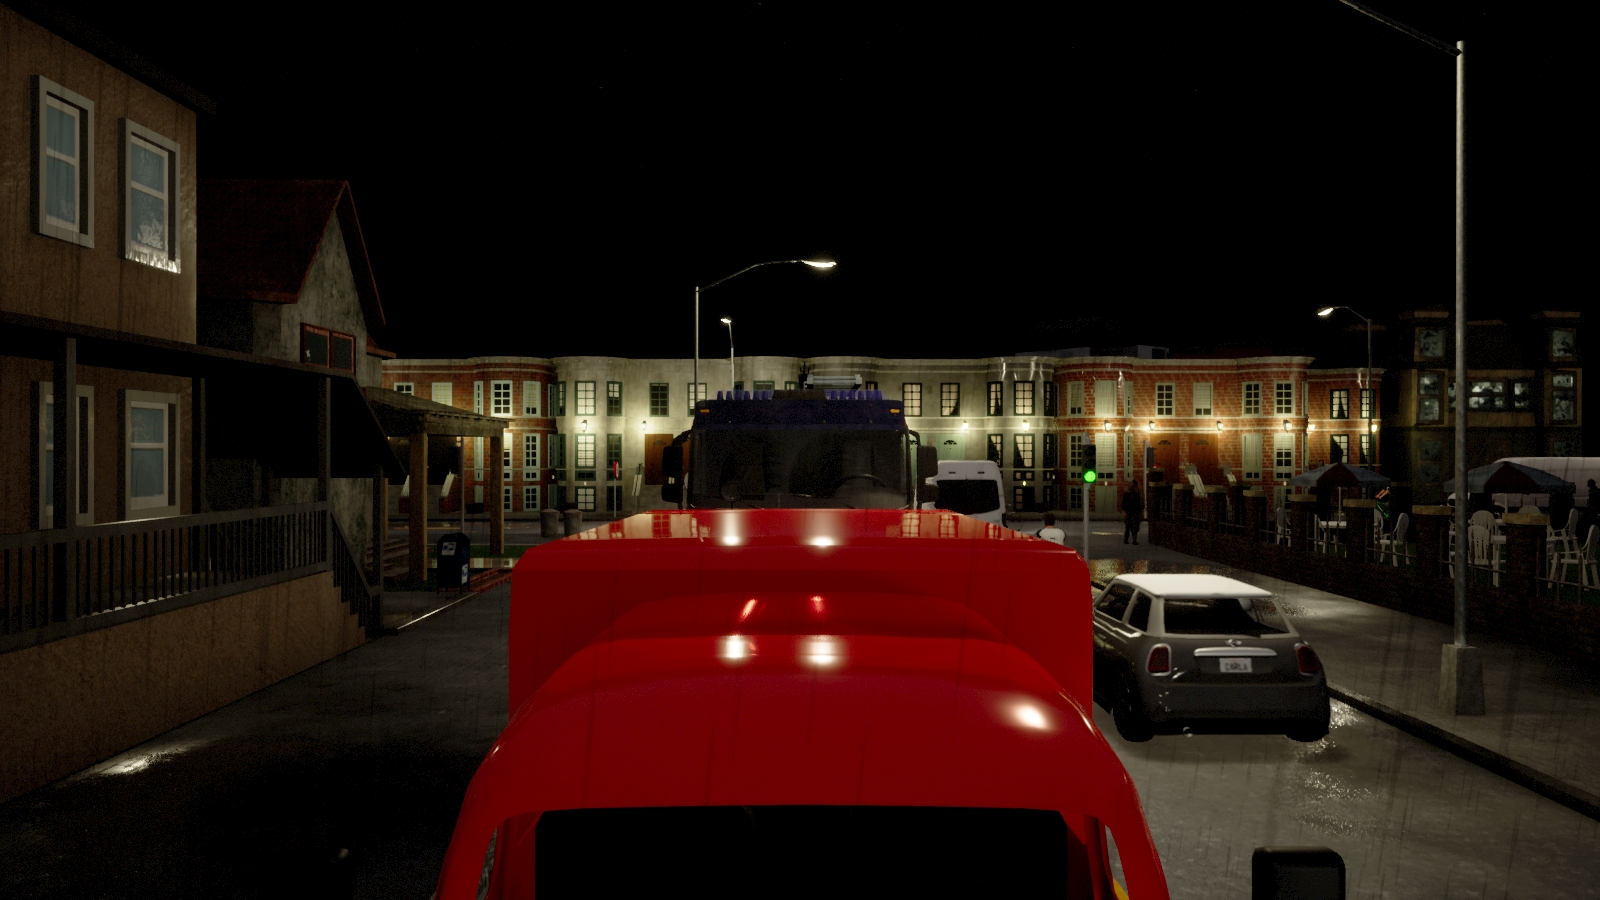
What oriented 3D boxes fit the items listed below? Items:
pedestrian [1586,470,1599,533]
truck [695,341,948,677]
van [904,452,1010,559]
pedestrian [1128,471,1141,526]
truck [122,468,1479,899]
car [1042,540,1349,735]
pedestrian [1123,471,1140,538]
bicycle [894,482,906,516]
[{"bbox_3d":[23.879,1.539,34.249,0.375,1.860,0.375,0,0,0],"label":"pedestrian"},{"bbox_3d":[0.275,0.678,17.256,2.891,3.827,8.468,0,0,0],"label":"truck"},{"bbox_3d":[4.004,1.327,30.216,1.988,2.561,5.915,0,0,0],"label":"van"},{"bbox_3d":[11.401,1.645,38.926,0.375,1.860,0.375,0,0,29],"label":"pedestrian"},{"bbox_3d":[-0.002,1.351,4.813,2.627,2.467,5.204,0,0,0],"label":"truck"},{"bbox_3d":[3.997,1.850,12.281,1.970,1.475,3.806,0,0,0],"label":"car"},{"bbox_3d":[9.339,1.532,32.181,0.375,1.860,0.375,0,0,-2],"label":"pedestrian"},{"bbox_3d":[4.000,1.960,45.808,0.329,1.271,1.835,0,0,0],"label":"bicycle"}]
